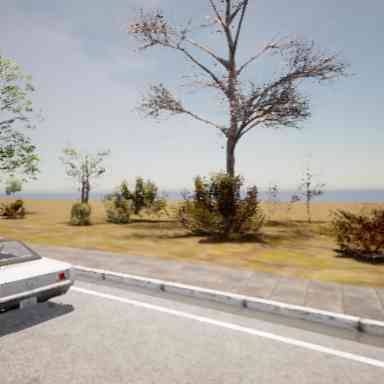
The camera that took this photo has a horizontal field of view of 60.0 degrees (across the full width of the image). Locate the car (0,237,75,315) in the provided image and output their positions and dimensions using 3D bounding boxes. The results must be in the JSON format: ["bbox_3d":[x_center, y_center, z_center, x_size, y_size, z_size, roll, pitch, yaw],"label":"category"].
[{"bbox_3d":[-4.684,1.608,6.852,4.718,1.301,1.895,0,0,32],"label":"car"}]
